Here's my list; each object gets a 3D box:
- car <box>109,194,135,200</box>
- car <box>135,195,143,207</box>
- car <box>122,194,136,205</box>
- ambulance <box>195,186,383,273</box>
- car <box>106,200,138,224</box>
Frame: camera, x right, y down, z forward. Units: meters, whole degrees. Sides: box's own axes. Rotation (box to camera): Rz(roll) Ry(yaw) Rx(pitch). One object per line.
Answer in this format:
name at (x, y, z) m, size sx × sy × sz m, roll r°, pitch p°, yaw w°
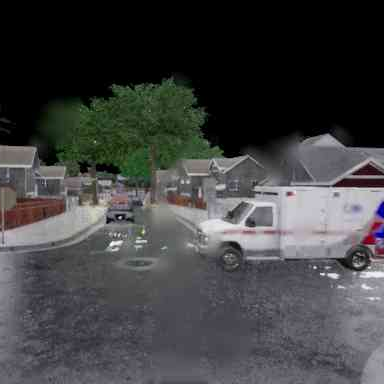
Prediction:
car at (-8.510, 1.210, 39.902) m, size 2.150 × 2.045 × 5.566 m, roll 0°, pitch 0°, yaw -15°
car at (-8.915, 1.320, 51.583) m, size 2.097 × 1.767 × 4.553 m, roll 0°, pitch 0°, yaw -16°
car at (-11.634, 1.318, 61.173) m, size 2.097 × 1.767 × 4.553 m, roll 0°, pitch 0°, yaw -14°
ambulance at (3.316, 1.055, 10.447) m, size 6.366 × 2.431 × 2.351 m, roll 1°, pitch 1°, yaw -8°
car at (-5.235, 1.560, 24.641) m, size 1.994 × 1.385 × 4.181 m, roll 0°, pitch 0°, yaw -10°
